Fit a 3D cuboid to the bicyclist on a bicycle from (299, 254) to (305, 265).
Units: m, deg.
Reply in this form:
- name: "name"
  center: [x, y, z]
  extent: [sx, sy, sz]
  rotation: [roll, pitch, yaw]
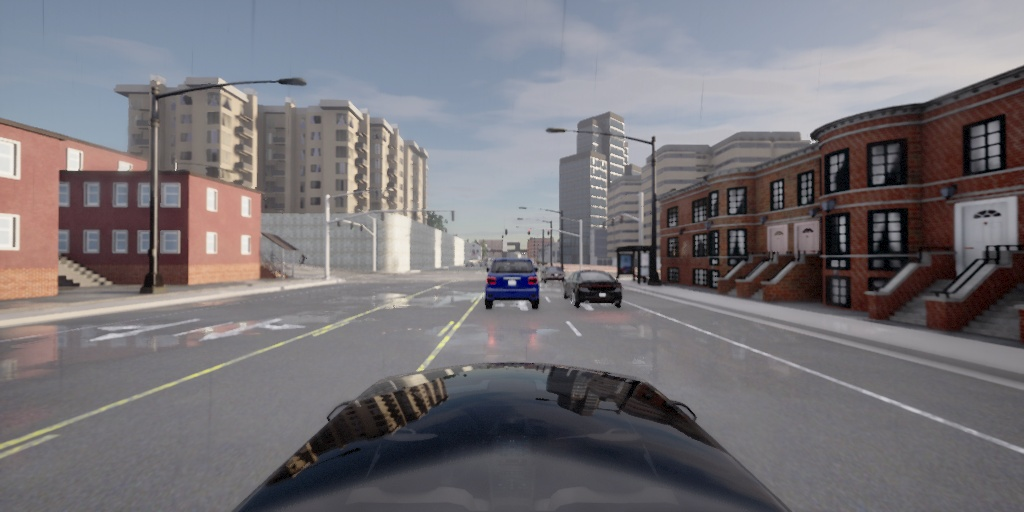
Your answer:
- name: "bicyclist on a bicycle"
  center: [-30.722, 0.499, 52.589]
  extent: [0.582, 1.620, 1.656]
  rotation: [6, 0, 0]

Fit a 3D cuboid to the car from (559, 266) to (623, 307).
- name: "car"
  center: [3.510, 1.362, 16.325]
  extent: [1.882, 1.535, 5.008]
  rotation: [0, 0, 0]

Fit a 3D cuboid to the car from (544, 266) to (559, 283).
- name: "car"
  center: [3.510, 1.566, 30.834]
  extent: [2.033, 1.411, 5.357]
  rotation: [0, 0, 0]

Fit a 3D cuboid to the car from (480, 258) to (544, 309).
- name: "car"
  center: [0.006, 1.097, 15.865]
  extent: [2.150, 2.045, 5.566]
  rotation: [0, 0, 0]
